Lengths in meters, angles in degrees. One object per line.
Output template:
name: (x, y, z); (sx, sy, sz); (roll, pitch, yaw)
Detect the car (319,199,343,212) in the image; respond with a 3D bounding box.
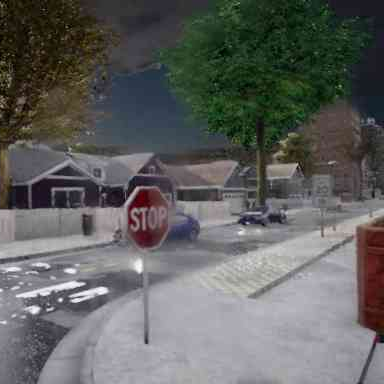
car: (17.138, 1.674, 40.922); (1.837, 1.490, 4.892); (-1, -1, 36)

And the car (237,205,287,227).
car: (5.251, 1.692, 24.365); (2.033, 1.411, 5.357); (-1, -1, 36)

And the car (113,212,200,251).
car: (-1.405, 1.660, 15.038); (1.812, 1.442, 4.674); (-1, -1, 36)
